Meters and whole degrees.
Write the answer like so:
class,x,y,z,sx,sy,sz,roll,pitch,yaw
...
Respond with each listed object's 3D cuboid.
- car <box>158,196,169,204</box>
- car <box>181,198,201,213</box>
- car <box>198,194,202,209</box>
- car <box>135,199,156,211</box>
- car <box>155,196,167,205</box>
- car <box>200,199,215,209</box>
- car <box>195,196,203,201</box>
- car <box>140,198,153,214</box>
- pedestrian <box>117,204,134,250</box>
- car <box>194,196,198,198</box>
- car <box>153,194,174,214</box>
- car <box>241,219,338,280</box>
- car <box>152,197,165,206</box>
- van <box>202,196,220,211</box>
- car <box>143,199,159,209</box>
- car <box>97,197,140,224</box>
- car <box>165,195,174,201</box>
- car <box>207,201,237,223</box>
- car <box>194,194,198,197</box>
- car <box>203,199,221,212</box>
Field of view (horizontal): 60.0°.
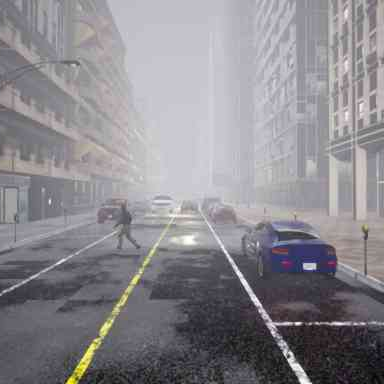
class,x,y,z,sx,sy,sz,roll,pitch,yaw
car,-5.940,1.638,69.171,1.887,1.381,4.507,0,0,-1
car,-0.252,1.632,37.260,1.895,1.301,4.718,0,0,0
car,2.196,1.353,41.573,2.192,1.841,5.009,1,0,-1
car,-5.686,1.589,41.491,2.008,1.369,4.403,1,0,-1
car,-5.888,1.520,63.634,1.967,1.590,4.097,1,0,-1
car,2.143,1.629,47.109,1.802,1.307,4.206,0,0,-1
car,1.786,1.667,86.027,1.752,1.417,4.829,0,0,-1
car,-5.636,1.612,35.955,1.802,1.307,4.206,1,0,-1
pedestrian,-2.536,1.299,12.682,0.375,1.860,0.375,1,-1,-1
car,-0.393,1.649,47.303,1.895,1.301,4.718,0,0,0
car,-3.181,1.252,36.446,2.150,2.045,5.566,0,0,-1
car,2.662,1.530,9.883,1.812,1.442,4.674,0,0,-1
car,-5.838,1.613,58.099,1.887,1.381,4.507,1,0,-1
van,2.247,1.371,36.038,1.690,1.788,3.998,1,0,-1
car,-5.737,1.630,47.027,1.802,1.307,4.206,1,0,-1
car,-5.531,1.330,24.884,2.192,1.841,5.009,1,0,-1
car,-6.142,1.599,91.313,1.967,1.590,4.097,0,0,-1
car,2.346,1.597,24.968,1.802,1.307,4.206,1,0,-1
car,1.838,1.689,80.321,1.947,1.339,4.313,0,0,-1
car,2.295,1.604,30.504,1.802,1.307,4.206,1,0,-1
